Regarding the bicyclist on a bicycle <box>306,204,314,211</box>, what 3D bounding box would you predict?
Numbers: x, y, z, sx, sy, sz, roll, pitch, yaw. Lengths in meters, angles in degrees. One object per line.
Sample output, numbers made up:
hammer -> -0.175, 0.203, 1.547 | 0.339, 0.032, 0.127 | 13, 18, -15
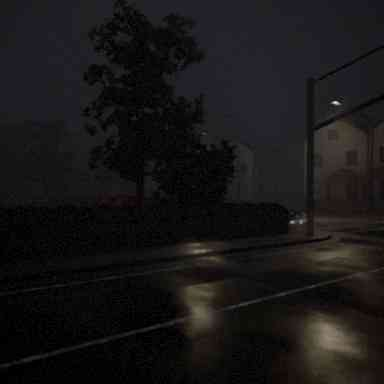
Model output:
bicyclist on a bicycle -> 14.507, 1.620, 40.900 | 1.656, 1.620, 0.582 | 0, 0, -35

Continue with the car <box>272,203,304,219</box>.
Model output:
car -> 7.779, 1.766, 31.378 | 2.033, 1.411, 5.357 | 1, 0, -35
